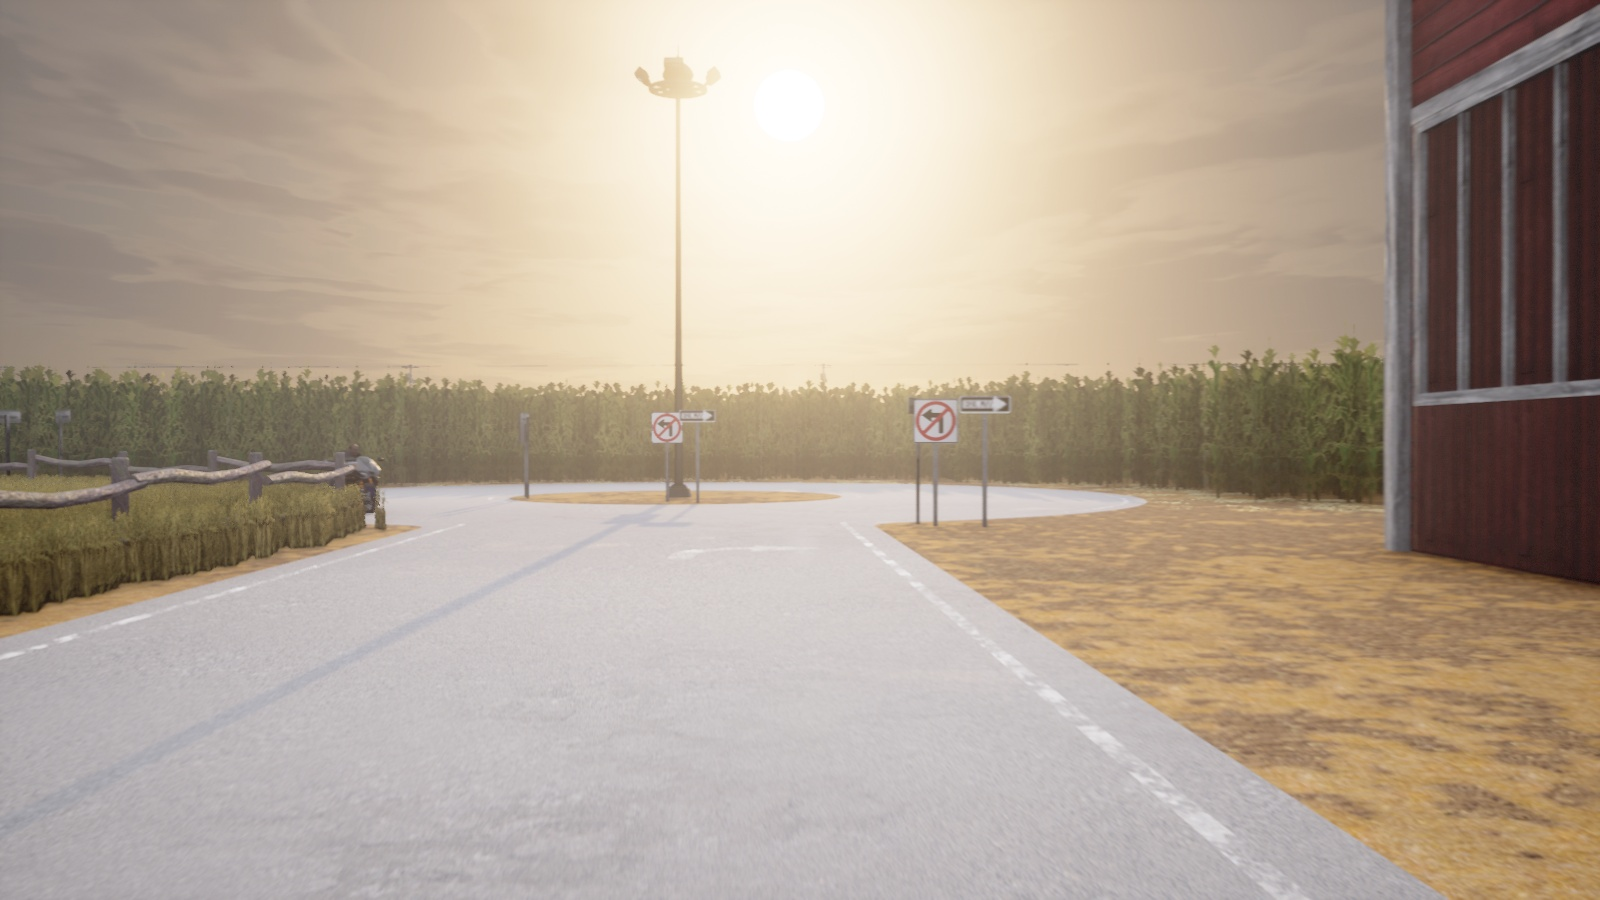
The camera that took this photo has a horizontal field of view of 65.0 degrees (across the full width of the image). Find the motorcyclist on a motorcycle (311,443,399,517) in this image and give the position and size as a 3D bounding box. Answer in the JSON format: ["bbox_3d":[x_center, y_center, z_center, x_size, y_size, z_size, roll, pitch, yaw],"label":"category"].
[{"bbox_3d":[-9.634,0.626,27.149,2.191,1.530,0.866,0,0,42],"label":"motorcyclist on a motorcycle"}]
